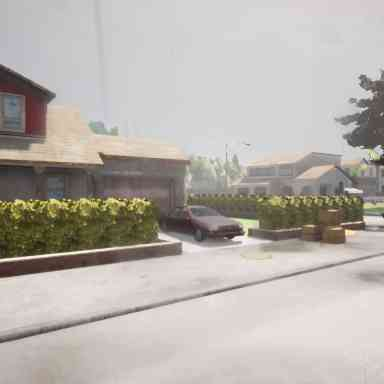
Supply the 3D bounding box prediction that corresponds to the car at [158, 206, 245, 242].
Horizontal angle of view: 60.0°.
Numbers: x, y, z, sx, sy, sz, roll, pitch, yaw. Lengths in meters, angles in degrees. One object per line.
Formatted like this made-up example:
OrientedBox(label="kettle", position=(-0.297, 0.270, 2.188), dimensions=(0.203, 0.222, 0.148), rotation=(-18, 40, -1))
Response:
OrientedBox(label="car", position=(0.086, 1.356, 15.477), dimensions=(2.033, 1.415, 5.357), rotation=(0, 0, -33))
